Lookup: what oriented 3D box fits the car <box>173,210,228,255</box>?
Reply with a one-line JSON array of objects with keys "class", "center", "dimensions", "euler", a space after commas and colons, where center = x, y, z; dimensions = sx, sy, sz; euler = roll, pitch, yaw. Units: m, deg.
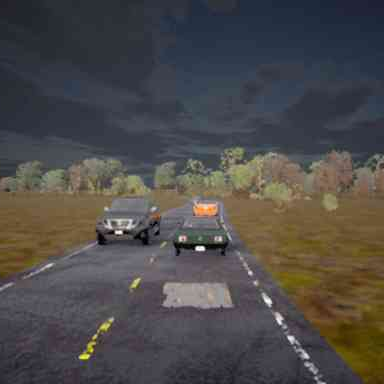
[{"class": "car", "center": [0.362, 1.607, 13.375], "dimensions": [1.895, 1.301, 4.718], "euler": [0, 0, 2]}]

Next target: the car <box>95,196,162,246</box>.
[{"class": "car", "center": [-2.743, 1.225, 15.728], "dimensions": [2.150, 2.045, 5.566], "euler": [0, 0, 2]}]

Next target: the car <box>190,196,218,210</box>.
[{"class": "car", "center": [1.293, 1.364, 30.199], "dimensions": [2.097, 1.767, 4.553], "euler": [0, 0, 4]}]
